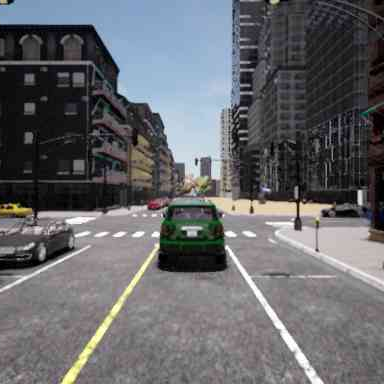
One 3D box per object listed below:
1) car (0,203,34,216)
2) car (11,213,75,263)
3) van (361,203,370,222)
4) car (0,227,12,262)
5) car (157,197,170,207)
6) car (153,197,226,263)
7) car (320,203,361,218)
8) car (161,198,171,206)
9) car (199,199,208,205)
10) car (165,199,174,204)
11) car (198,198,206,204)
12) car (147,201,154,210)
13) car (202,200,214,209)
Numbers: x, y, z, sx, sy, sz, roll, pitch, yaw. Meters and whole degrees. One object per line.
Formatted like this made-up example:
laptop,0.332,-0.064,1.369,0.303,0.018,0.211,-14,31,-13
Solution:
car,-17.869,1.797,32.164,4.829,1.417,1.752,0,0,0
car,-5.696,1.663,12.188,2.008,1.369,4.403,-1,-1,0
van,14.698,1.588,23.820,3.998,1.788,1.690,0,0,0
car,-5.698,1.584,6.354,1.752,1.417,4.829,-1,-1,0
car,-5.673,1.940,67.202,2.192,1.841,5.009,-1,-1,0
car,0.019,1.340,12.579,2.150,2.045,5.566,0,0,0
car,14.689,1.765,32.203,4.313,1.339,1.947,0,0,0
car,-5.669,2.119,72.848,1.967,1.590,4.097,-1,-1,0
car,2.683,2.285,78.550,2.008,1.369,4.403,-1,-1,0
car,-5.661,2.370,84.145,1.802,1.307,4.206,-1,-1,0
car,2.688,2.387,89.847,1.887,1.381,4.507,-1,-1,0
car,-5.677,2.008,50.253,1.887,1.381,4.507,-1,-1,0
car,2.672,2.062,55.955,1.887,1.381,4.507,-1,-1,0
